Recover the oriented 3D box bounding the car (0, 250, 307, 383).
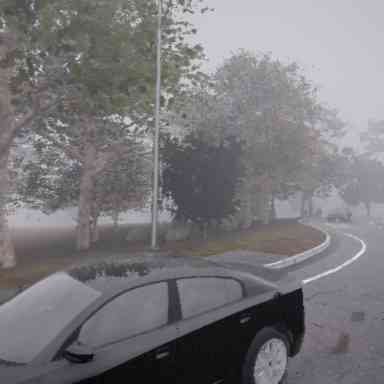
[{"bbox_3d":[-0.836,1.472,3.534,5.008,1.535,1.882,0,0,-37],"label":"car"}]

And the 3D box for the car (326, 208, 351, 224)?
[{"bbox_3d":[14.269,2.211,32.074,2.033,1.411,5.357,1,-1,29],"label":"car"}]
